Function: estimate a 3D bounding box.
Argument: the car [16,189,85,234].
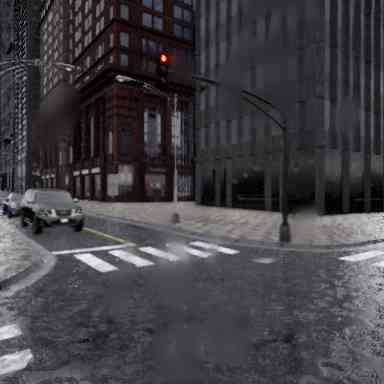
[{"bbox_3d":[-7.340,0.879,17.198,2.150,2.045,5.566,0,1,-36],"label":"car"}]

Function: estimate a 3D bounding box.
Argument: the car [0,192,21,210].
[{"bbox_3d":[-18.319,0.807,32.433,2.128,1.511,4.902,0,1,-36],"label":"car"}]

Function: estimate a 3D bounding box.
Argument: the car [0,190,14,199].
[{"bbox_3d":[-31.619,0.427,56.321,1.994,1.385,4.181,0,1,-36],"label":"car"}]

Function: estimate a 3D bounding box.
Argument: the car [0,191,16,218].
[{"bbox_3d":[-12.277,0.853,24.047,2.097,1.767,4.553,0,1,-35],"label":"car"}]
